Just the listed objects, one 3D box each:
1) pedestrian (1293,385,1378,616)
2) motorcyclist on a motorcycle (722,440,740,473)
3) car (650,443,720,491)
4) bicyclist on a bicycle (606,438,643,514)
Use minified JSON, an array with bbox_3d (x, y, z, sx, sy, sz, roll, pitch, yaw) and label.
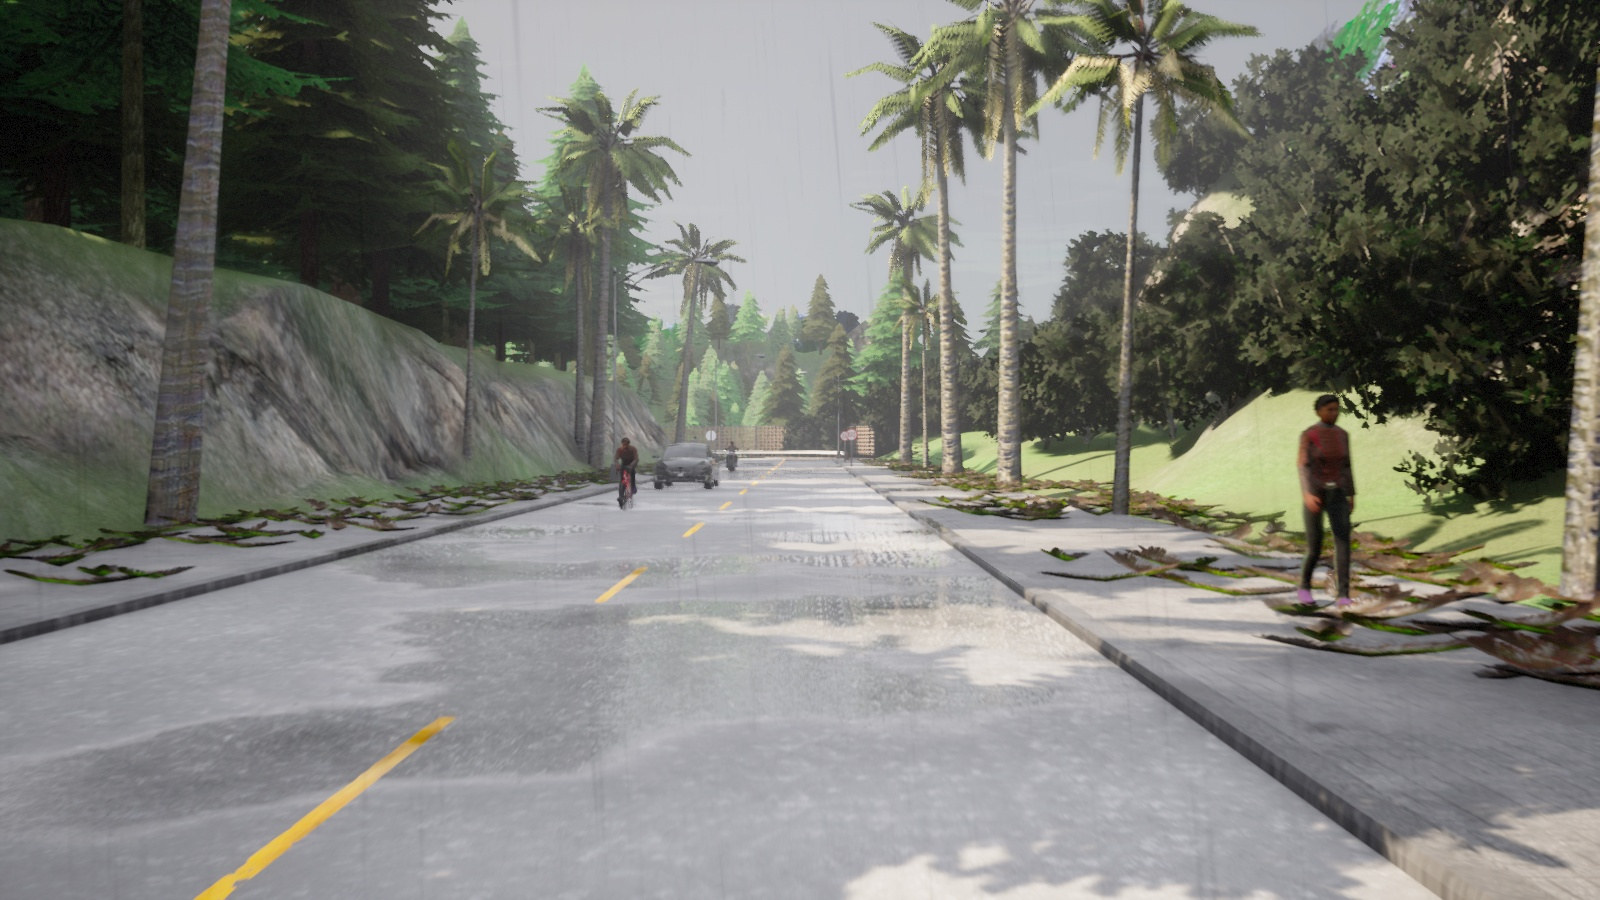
[{"bbox_3d":[4.351,0.392,10.243,0.328,1.805,0.869,0,0,1],"label":"pedestrian"},{"bbox_3d":[-3.553,0.328,65.016,0.766,1.649,2.350,0,1,0],"label":"motorcyclist on a motorcycle"},{"bbox_3d":[-3.727,0.515,41.425,1.837,1.490,4.892,0,0,0],"label":"car"},{"bbox_3d":[-3.822,0.541,27.453,0.582,1.620,1.656,0,1,0],"label":"bicyclist on a bicycle"}]
